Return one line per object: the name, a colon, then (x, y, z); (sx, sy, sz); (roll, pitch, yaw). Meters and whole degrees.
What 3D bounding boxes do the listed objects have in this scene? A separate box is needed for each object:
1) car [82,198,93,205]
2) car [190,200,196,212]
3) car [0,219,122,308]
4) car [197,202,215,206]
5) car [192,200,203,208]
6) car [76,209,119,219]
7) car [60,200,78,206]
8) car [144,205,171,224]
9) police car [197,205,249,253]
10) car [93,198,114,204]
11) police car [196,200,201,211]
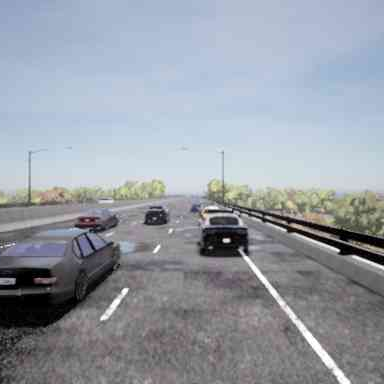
car: (-19.959, 2.147, 66.060); (2.150, 2.045, 5.566); (0, -1, 1)
car: (0.771, 2.174, 48.209); (1.994, 1.385, 4.181); (0, -1, 1)
car: (-3.242, 1.671, 8.449); (2.033, 1.411, 5.357); (0, -1, 1)
car: (1.462, 1.769, 24.914); (1.801, 1.575, 5.366); (0, -1, 1)
car: (1.064, 2.396, 67.289); (2.033, 1.411, 5.357); (0, -1, 1)
car: (-6.515, 1.874, 23.302); (2.033, 1.411, 5.357); (0, -1, 1)
car: (-23.499, 2.263, 63.749); (2.097, 1.767, 4.553); (0, -1, 1)
car: (-2.930, 1.885, 28.764); (1.837, 1.490, 4.892); (0, -1, 1)
police car: (1.307, 1.611, 14.837); (1.930, 1.638, 5.238); (0, -1, 1)
car: (-16.512, 2.095, 63.458); (2.150, 2.045, 5.566); (0, -1, 1)
police car: (1.553, 1.813, 30.833); (1.930, 1.638, 5.238); (0, -1, 1)
